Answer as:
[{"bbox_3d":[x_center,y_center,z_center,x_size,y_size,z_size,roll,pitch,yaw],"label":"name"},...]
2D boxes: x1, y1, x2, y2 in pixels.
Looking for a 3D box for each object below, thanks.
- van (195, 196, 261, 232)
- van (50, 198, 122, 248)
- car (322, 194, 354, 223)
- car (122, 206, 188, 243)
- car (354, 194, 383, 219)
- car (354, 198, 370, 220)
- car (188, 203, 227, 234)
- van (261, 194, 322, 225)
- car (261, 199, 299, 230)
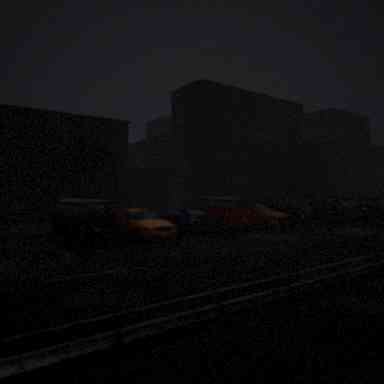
[{"bbox_3d":[1.660,1.240,19.937,1.878,1.987,4.442,0,0,-36],"label":"van"},{"bbox_3d":[-5.075,1.262,15.133,1.878,1.987,4.442,0,0,-36],"label":"van"},{"bbox_3d":[8.447,1.196,24.670,2.435,2.045,5.566,0,0,-36],"label":"car"},{"bbox_3d":[-2.653,1.477,16.489,1.946,1.575,5.366,0,0,-36],"label":"car"},{"bbox_3d":[13.036,1.307,27.948,2.185,1.767,4.553,0,0,-35],"label":"car"},{"bbox_3d":[10.813,1.440,26.318,2.097,1.535,5.008,0,0,-36],"label":"car"},{"bbox_3d":[-0.514,1.513,18.240,2.002,1.452,4.674,0,0,-36],"label":"car"},{"bbox_3d":[6.286,1.228,22.951,1.878,1.987,4.442,0,0,-36],"label":"van"},{"bbox_3d":[3.970,1.459,21.449,2.097,1.535,5.008,0,0,-36],"label":"car"}]
